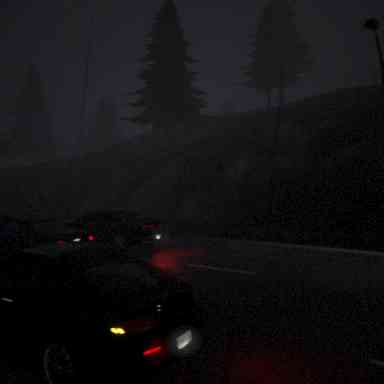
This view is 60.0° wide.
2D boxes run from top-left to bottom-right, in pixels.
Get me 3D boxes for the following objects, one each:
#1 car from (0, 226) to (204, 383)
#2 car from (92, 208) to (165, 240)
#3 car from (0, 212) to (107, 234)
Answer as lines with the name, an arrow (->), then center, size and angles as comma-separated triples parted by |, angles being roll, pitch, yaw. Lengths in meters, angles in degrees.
car -> -2.051, 1.500, 4.977 | 4.674, 1.442, 1.812 | 0, 0, 31
car -> -3.427, 1.435, 13.609 | 4.892, 1.490, 1.837 | 0, 0, 27
car -> -5.664, 1.492, 10.934 | 5.357, 1.411, 2.033 | 0, 0, 25
